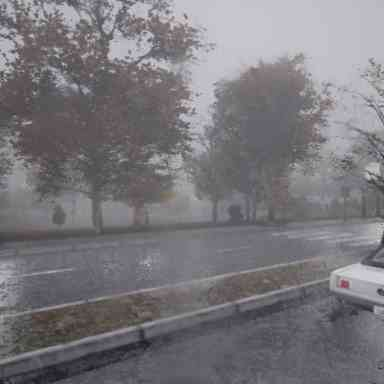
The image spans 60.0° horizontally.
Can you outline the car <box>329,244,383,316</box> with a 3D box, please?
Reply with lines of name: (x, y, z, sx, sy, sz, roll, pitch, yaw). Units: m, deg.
car: (4.874, 1.644, 6.596, 4.718, 1.301, 1.895, 0, 0, -35)
